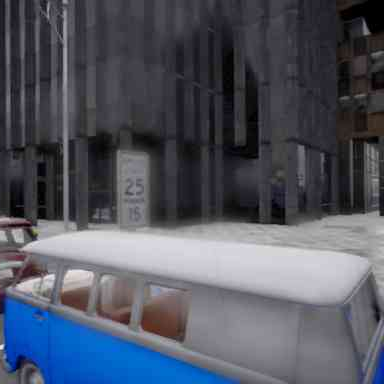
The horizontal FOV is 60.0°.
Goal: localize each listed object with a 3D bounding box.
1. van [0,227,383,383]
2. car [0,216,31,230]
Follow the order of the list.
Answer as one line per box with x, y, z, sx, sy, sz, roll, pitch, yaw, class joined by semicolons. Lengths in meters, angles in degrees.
-0.272;1.360;3.275;3.998;1.788;1.690;-1;0;36;van
-4.864;1.382;6.551;5.009;1.841;2.192;-1;0;36;car
